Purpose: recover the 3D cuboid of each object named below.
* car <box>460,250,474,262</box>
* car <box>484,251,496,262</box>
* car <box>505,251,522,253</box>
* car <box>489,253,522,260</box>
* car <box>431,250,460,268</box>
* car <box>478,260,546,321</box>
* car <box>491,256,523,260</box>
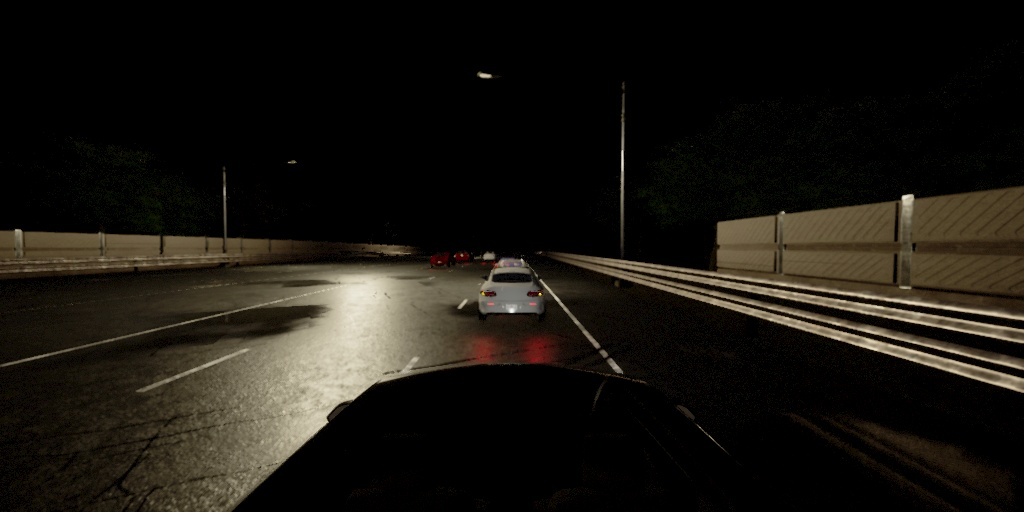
[{"bbox_3d":[-6.617,-0.060,50.081,2.097,1.767,4.553,0,1,2],"label":"car"},{"bbox_3d":[-3.046,0.052,52.045,1.812,1.442,4.674,0,1,2],"label":"car"},{"bbox_3d":[0.082,0.437,35.926,1.994,1.385,4.181,0,1,1],"label":"car"},{"bbox_3d":[-0.156,0.667,26.816,1.994,1.385,4.181,0,1,7],"label":"car"},{"bbox_3d":[-6.914,0.368,36.665,1.882,1.535,5.008,0,1,1],"label":"car"},{"bbox_3d":[0.006,1.028,11.100,1.812,1.442,4.674,0,1,0],"label":"car"},{"bbox_3d":[0.004,0.855,20.549,1.895,1.301,4.718,0,1,0],"label":"car"}]
